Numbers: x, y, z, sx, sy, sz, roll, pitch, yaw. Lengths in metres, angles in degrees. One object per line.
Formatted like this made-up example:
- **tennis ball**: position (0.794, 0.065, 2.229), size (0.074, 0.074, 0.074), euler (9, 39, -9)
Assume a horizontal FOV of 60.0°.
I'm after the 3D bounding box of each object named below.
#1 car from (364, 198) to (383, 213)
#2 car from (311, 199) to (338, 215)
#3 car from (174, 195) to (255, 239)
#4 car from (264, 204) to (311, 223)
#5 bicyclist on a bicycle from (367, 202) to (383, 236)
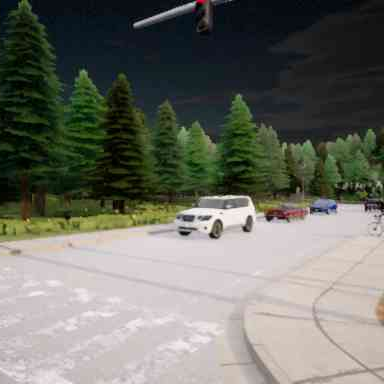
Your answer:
- **car**: position (21.015, 1.486, 38.071), size (2.128, 1.511, 4.902), euler (0, 0, 37)
- **car**: position (13.466, 1.459, 33.980), size (1.882, 1.535, 5.008), euler (0, 0, 36)
- **car**: position (1.397, 1.207, 17.704), size (2.150, 2.045, 5.566), euler (0, 0, 37)
- **car**: position (7.291, 1.584, 25.663), size (1.895, 1.301, 4.718), euler (0, 0, 37)
- **bicyclist on a bicycle**: position (9.118, 1.316, 15.555), size (1.656, 1.620, 0.582), euler (0, 0, 37)
